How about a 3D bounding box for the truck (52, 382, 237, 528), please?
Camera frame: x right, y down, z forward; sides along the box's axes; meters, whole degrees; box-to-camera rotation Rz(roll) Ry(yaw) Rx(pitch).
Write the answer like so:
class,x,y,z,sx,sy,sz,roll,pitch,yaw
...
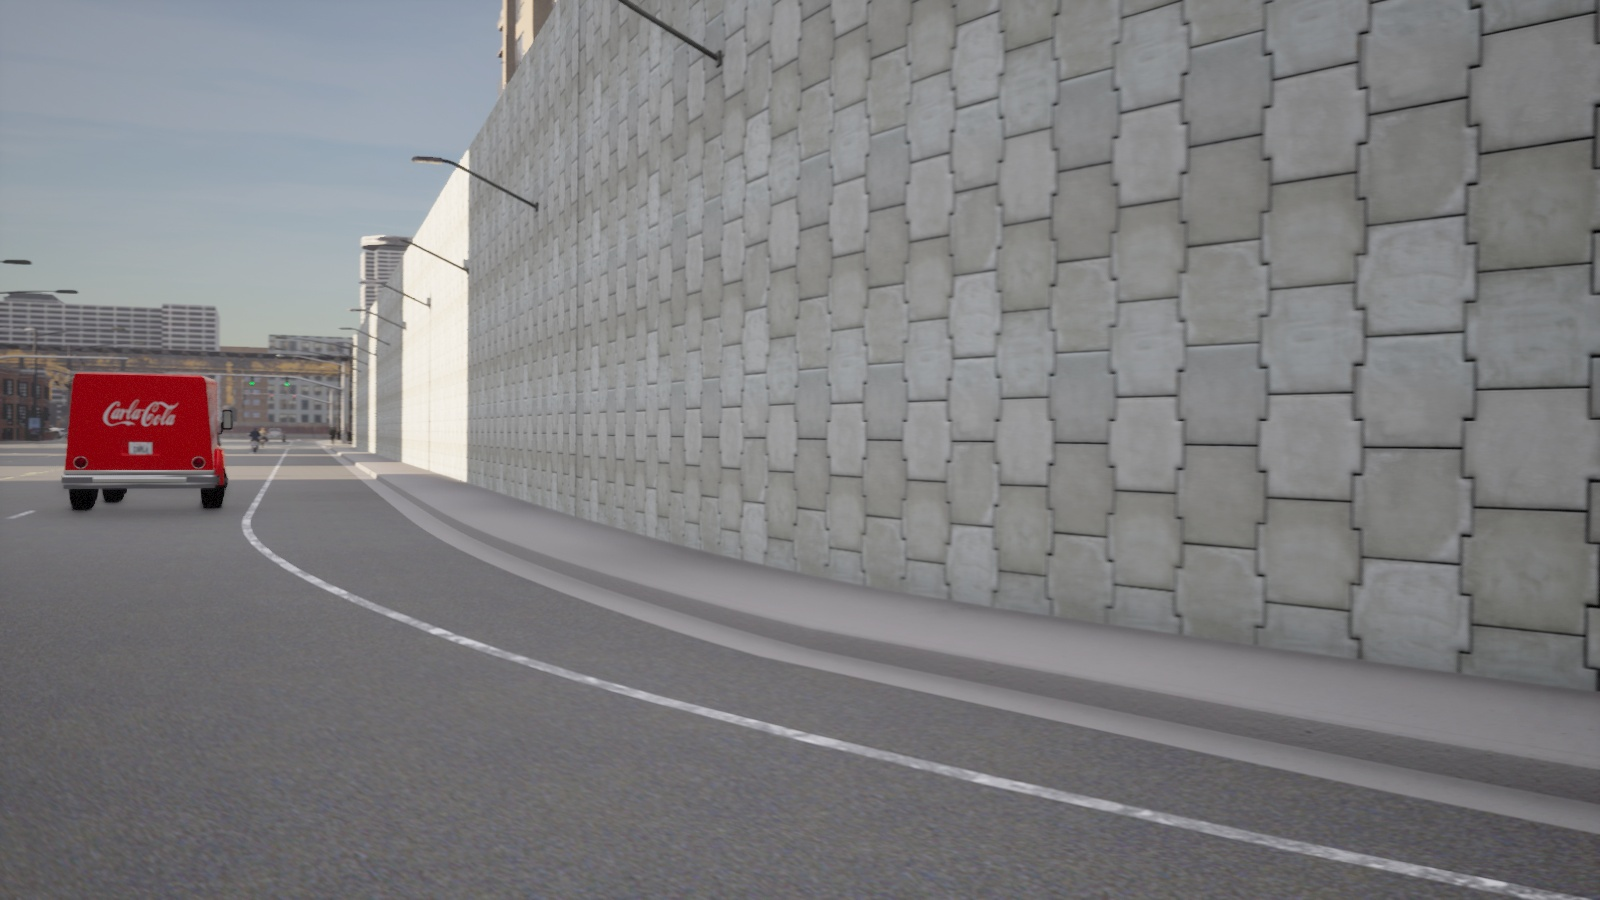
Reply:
class,x,y,z,sx,sy,sz,roll,pitch,yaw
truck,-12.425,0.048,24.214,2.627,2.467,5.204,-1,1,-22
